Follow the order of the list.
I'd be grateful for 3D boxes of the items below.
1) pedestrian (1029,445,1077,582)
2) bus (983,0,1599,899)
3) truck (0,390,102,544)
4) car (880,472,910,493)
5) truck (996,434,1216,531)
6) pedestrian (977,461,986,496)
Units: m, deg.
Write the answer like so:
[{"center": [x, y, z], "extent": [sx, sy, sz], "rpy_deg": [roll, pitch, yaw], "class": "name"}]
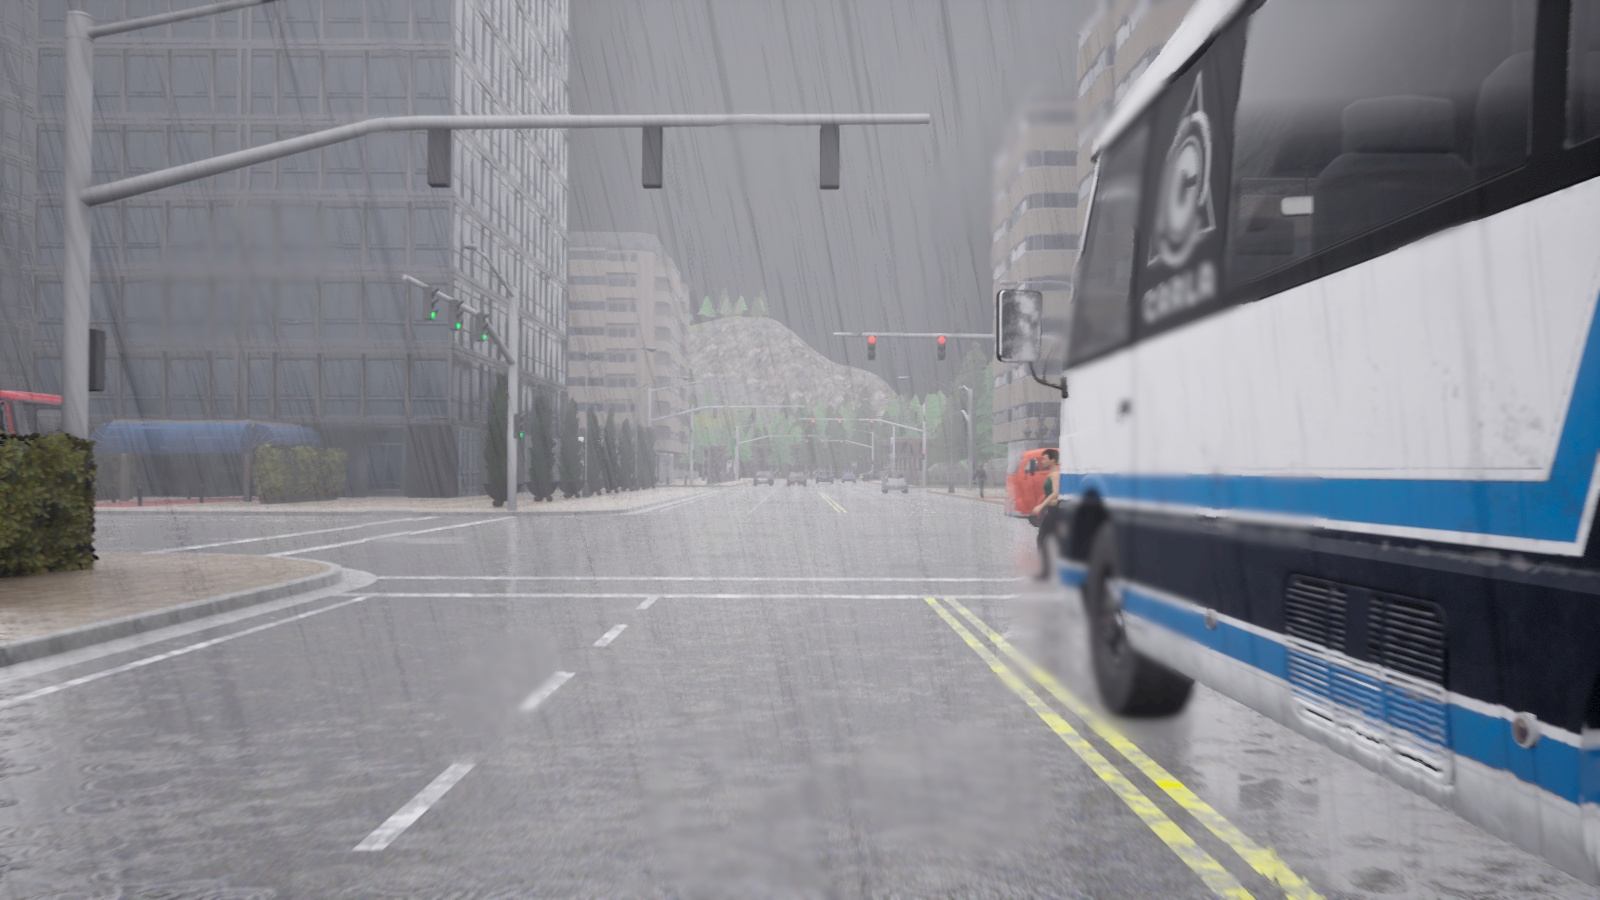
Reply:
[{"center": [3.425, 0.854, 17.019], "extent": [0.594, 1.836, 0.345], "rpy_deg": [0, -1, 6], "class": "pedestrian"}, {"center": [3.482, -0.491, 5.069], "extent": [3.944, 4.253, 10.273], "rpy_deg": [0, -1, 0], "class": "bus"}, {"center": [-21.296, 0.415, 29.684], "extent": [7.936, 3.462, 2.891], "rpy_deg": [0, -1, -1], "class": "truck"}, {"center": [6.784, 2.309, 90.029], "extent": [1.845, 1.501, 3.633], "rpy_deg": [0, -1, 0], "class": "car"}, {"center": [8.067, 0.857, 33.543], "extent": [5.204, 2.467, 2.627], "rpy_deg": [0, -1, -1], "class": "truck"}, {"center": [9.814, 1.542, 67.978], "extent": [0.376, 1.854, 0.720], "rpy_deg": [0, -1, -1], "class": "pedestrian"}]
